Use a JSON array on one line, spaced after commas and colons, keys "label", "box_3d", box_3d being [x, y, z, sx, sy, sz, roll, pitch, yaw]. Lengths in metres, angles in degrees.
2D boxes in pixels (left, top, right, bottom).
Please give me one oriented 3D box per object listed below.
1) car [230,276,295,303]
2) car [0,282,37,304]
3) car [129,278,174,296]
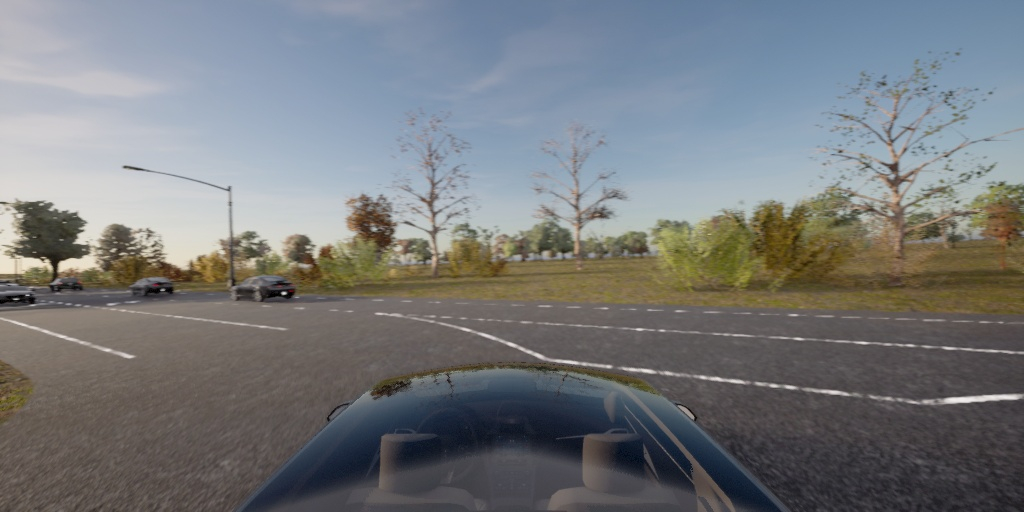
[{"label": "car", "box_3d": [-15.498, 2.016, 22.255, 4.892, 1.490, 1.837, -2, -1, 30]}, {"label": "car", "box_3d": [-37.015, 2.858, 26.426, 4.892, 1.490, 1.837, -2, 0, 30]}, {"label": "car", "box_3d": [-31.484, 2.679, 31.329, 4.892, 1.490, 1.837, -2, 0, 30]}]
